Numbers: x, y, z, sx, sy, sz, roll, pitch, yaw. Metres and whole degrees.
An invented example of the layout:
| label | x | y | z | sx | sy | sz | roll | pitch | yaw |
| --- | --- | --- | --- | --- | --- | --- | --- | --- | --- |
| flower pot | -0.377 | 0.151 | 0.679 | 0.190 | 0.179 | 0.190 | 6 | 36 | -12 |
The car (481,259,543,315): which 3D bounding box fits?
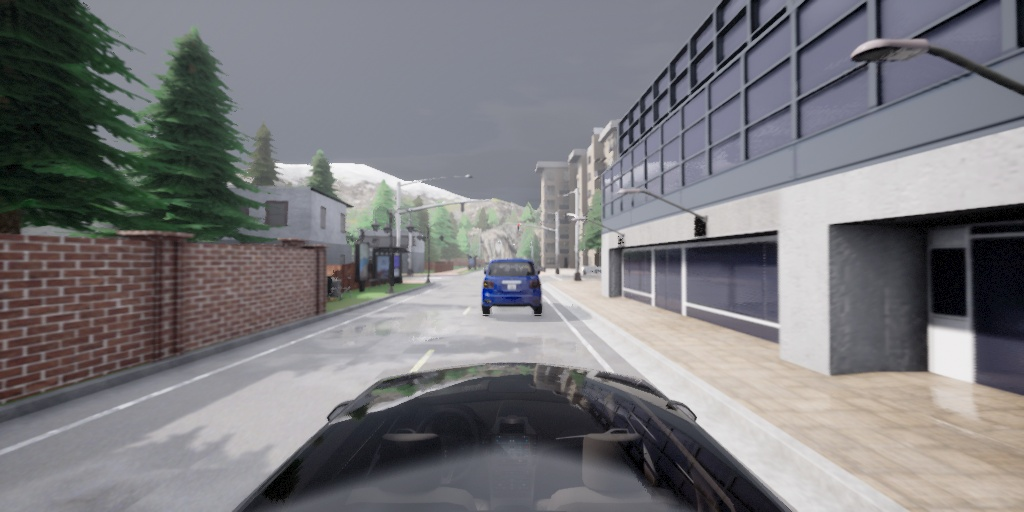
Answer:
| label | x | y | z | sx | sy | sz | roll | pitch | yaw |
| --- | --- | --- | --- | --- | --- | --- | --- | --- | --- |
| car | 0.006 | 1.118 | 14.403 | 2.150 | 2.045 | 5.566 | 0 | 0 | 0 |
